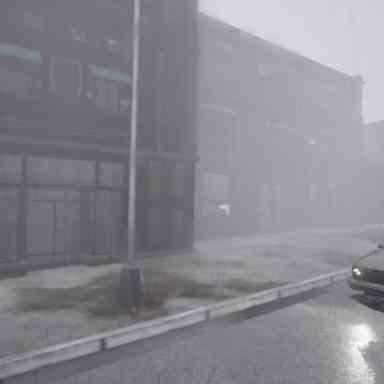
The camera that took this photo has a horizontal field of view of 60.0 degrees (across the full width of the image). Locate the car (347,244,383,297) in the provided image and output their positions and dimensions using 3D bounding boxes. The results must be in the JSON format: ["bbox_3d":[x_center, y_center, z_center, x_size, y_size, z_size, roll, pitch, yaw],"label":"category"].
[{"bbox_3d":[5.722,1.466,7.467,5.357,1.411,2.033,0,0,-36],"label":"car"}]
